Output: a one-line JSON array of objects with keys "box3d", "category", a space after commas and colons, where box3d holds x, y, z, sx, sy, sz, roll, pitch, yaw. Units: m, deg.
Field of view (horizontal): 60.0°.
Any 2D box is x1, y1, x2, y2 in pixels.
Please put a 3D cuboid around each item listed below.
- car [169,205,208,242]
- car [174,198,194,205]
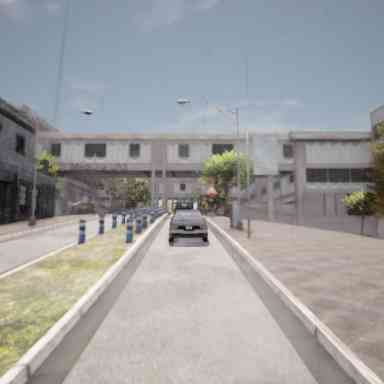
[{"box3d": [-0.204, 1.592, 16.705, 2.033, 1.411, 5.357, 0, -1, -2], "category": "car"}, {"box3d": [-0.909, 1.783, 39.246, 2.150, 2.045, 5.566, 0, -2, -2], "category": "car"}]
